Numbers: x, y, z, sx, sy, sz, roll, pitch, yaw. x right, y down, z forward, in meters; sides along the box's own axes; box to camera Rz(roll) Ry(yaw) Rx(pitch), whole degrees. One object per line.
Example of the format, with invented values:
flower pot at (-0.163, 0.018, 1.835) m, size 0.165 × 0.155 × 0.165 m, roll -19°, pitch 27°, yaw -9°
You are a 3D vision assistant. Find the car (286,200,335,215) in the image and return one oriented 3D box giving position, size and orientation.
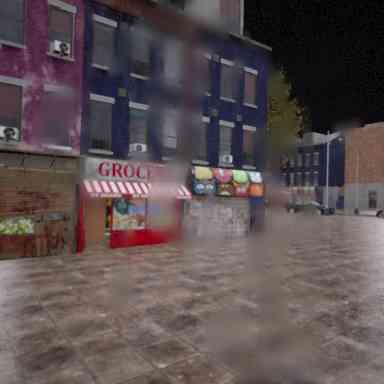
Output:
car at (11.910, 1.564, 33.618) m, size 1.882 × 1.535 × 5.008 m, roll 2°, pitch -2°, yaw -35°

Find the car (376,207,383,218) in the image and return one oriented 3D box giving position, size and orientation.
car at (17.000, 1.587, 26.356) m, size 1.994 × 1.385 × 4.181 m, roll 2°, pitch -2°, yaw -35°
